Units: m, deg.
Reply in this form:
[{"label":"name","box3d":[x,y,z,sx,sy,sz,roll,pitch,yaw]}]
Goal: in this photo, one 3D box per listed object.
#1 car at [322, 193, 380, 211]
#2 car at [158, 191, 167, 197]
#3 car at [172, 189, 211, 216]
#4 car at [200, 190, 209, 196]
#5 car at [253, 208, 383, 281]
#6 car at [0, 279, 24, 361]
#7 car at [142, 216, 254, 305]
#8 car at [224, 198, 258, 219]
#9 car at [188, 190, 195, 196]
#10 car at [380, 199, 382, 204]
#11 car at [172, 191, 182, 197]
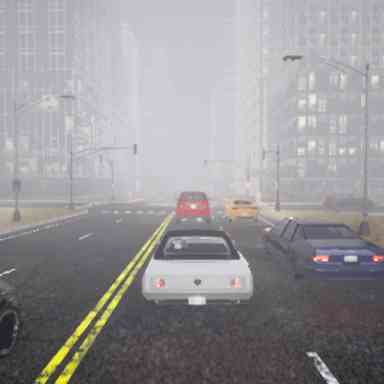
[{"label":"car","box3d":[16.155,1.046,34.551,5.009,1.841,2.192,1,1,1]},{"label":"car","box3d":[-6.601,0.446,74.840,2.128,1.511,4.902,0,1,0]},{"label":"car","box3d":[0.070,0.912,21.838,2.150,2.045,5.566,0,1,0]},{"label":"car","box3d":[3.136,0.295,85.317,2.033,1.411,5.357,0,1,0]},{"label":"car","box3d":[3.337,1.413,9.495,2.033,1.411,5.357,0,1,0]},{"label":"car","box3d":[-3.354,1.522,2.983,1.994,1.385,4.181,0,1,0]},{"label":"car","box3d":[0.090,1.492,7.743,1.895,1.301,4.718,0,1,0]},{"label":"car","box3d":[3.323,1.153,22.935,1.882,1.535,5.008,0,1,1]},{"label":"car","box3d":[-0.115,0.274,85.728,1.812,1.442,4.674,0,1,0]},{"label":"car","box3d":[21.752,1.056,42.846,4.829,1.417,1.752,1,1,1]},{"label":"car","box3d":[-3.351,0.473,74.844,1.994,1.385,4.181,0,1,0]}]
